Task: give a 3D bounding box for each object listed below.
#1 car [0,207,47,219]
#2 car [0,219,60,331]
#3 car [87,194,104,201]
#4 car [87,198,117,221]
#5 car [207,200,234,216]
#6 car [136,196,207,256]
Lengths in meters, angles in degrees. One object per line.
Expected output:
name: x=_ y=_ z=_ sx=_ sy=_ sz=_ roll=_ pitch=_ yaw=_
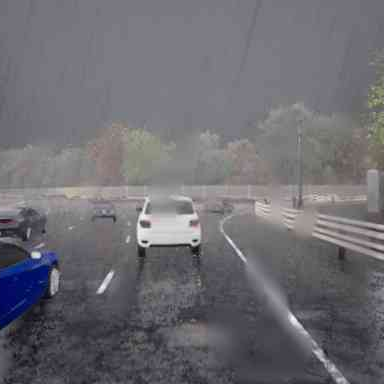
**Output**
car: x=-8.462 y=1.476 z=16.231 sx=1.837 sy=1.490 sz=4.892 roll=0 pitch=0 yaw=-9
car: x=-3.715 y=1.472 z=5.302 sx=1.882 sy=1.535 sz=5.008 roll=0 pitch=0 yaw=-3
car: x=-16.919 y=1.192 z=58.341 sx=2.097 sy=1.767 sz=4.553 roll=0 pitch=0 yaw=-31
car: x=-6.966 y=1.472 z=26.368 sx=2.033 sy=1.411 sz=5.357 roll=0 pitch=0 yaw=-15
car: x=2.559 y=1.412 z=31.441 sx=2.033 sy=1.411 sz=5.357 roll=0 pitch=0 yaw=20
car: x=-1.019 y=1.172 z=13.195 sx=2.150 sy=2.045 sz=5.566 roll=0 pitch=0 yaw=-7
